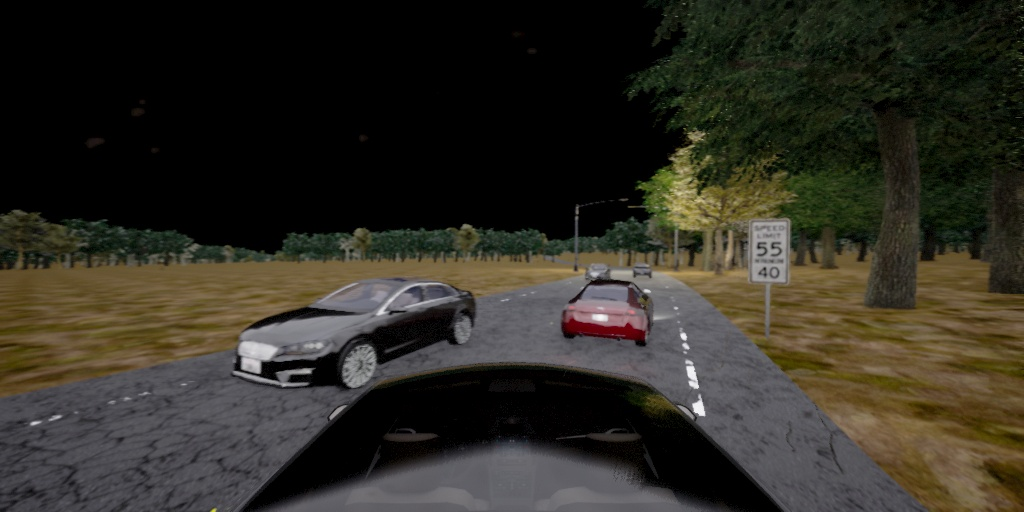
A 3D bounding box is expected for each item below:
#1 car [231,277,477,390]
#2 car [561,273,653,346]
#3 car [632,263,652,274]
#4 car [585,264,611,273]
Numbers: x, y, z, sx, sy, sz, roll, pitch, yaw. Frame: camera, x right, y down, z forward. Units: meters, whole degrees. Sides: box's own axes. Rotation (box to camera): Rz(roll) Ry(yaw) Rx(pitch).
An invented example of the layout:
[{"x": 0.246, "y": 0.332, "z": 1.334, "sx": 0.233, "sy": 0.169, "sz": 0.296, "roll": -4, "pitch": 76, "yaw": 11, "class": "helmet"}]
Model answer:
[{"x": -2.442, "y": 1.188, "z": 6.951, "sx": 2.128, "sy": 1.511, "sz": 4.902, "roll": 2, "pitch": 0, "yaw": 24, "class": "car"}, {"x": 2.719, "y": 1.335, "z": 9.724, "sx": 1.994, "sy": 1.385, "sz": 4.181, "roll": 1, "pitch": 0, "yaw": 23, "class": "car"}, {"x": 14.158, "y": 1.584, "z": 38.972, "sx": 2.128, "sy": 1.511, "sz": 4.902, "roll": 1, "pitch": 0, "yaw": 20, "class": "car"}, {"x": 7.689, "y": 1.429, "z": 31.871, "sx": 2.128, "sy": 1.511, "sz": 4.902, "roll": 1, "pitch": 0, "yaw": 21, "class": "car"}]
